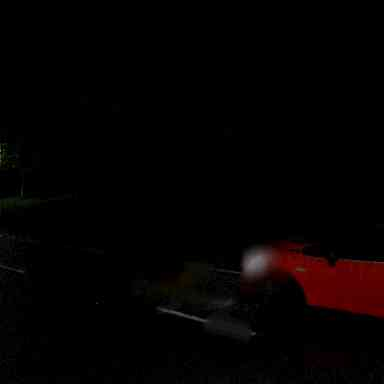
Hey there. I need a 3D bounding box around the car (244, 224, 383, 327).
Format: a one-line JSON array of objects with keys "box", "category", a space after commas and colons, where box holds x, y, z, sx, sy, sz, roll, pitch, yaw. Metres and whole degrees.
[{"box": [3.235, 1.364, 6.023, 4.553, 1.767, 2.097, -1, 0, 36], "category": "car"}]
